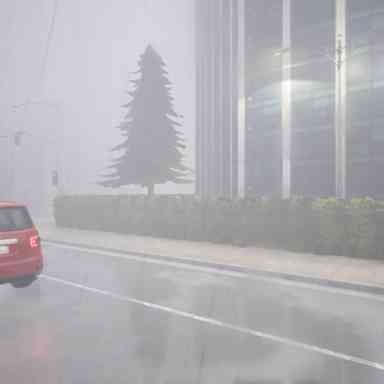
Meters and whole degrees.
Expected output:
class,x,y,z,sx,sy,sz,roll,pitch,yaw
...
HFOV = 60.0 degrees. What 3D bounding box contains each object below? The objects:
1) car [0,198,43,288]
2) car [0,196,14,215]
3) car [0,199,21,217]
class,x,y,z,sx,sy,sz,roll,pitch,yaw
car,-5.812,1.221,8.081,5.566,2.045,2.150,0,0,38
car,-20.383,1.352,32.780,2.097,1.767,4.553,0,0,36
car,-18.165,1.477,29.513,1.882,1.535,5.008,0,0,33
